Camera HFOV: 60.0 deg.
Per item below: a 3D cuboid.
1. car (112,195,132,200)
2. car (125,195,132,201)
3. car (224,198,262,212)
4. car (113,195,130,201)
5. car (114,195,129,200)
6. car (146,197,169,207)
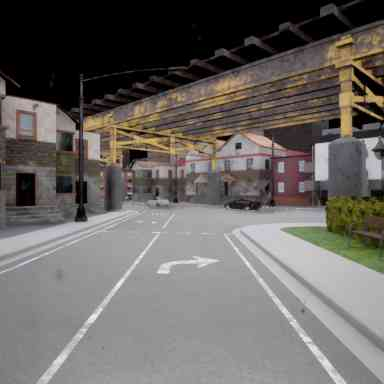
[{"bbox_3d":[-16.904,1.295,80.091,4.536,1.218,1.853,0,0,-15],"label":"car"},{"bbox_3d":[-16.954,1.452,80.078,4.974,1.542,2.038,0,0,-15],"label":"car"},{"bbox_3d":[6.015,1.505,39.671,1.837,1.490,4.892,0,0,-45],"label":"car"},{"bbox_3d":[-17.637,1.452,83.746,2.038,1.542,4.974,0,0,15],"label":"car"},{"bbox_3d":[-17.624,1.295,83.796,1.853,1.218,4.536,0,0,15],"label":"car"},{"bbox_3d":[-5.291,1.525,50.754,1.812,1.442,4.674,1,0,-38],"label":"car"}]
